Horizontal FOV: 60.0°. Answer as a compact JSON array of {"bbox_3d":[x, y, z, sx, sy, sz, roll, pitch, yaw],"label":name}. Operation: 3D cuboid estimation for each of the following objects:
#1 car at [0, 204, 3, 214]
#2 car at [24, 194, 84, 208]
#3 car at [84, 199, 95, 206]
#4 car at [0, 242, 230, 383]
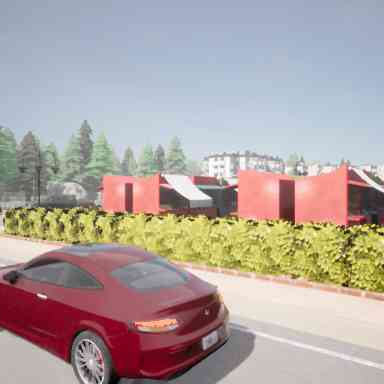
[{"bbox_3d":[-20.748,1.407,31.727,2.097,1.767,4.553,0,0,36],"label":"car"},{"bbox_3d":[-14.477,1.277,34.375,2.150,2.045,5.566,0,0,36],"label":"car"},{"bbox_3d":[-14.289,1.533,40.551,1.882,1.535,5.008,0,0,36],"label":"car"},{"bbox_3d":[-1.649,1.526,5.171,4.674,1.442,1.812,0,0,36],"label":"car"}]
